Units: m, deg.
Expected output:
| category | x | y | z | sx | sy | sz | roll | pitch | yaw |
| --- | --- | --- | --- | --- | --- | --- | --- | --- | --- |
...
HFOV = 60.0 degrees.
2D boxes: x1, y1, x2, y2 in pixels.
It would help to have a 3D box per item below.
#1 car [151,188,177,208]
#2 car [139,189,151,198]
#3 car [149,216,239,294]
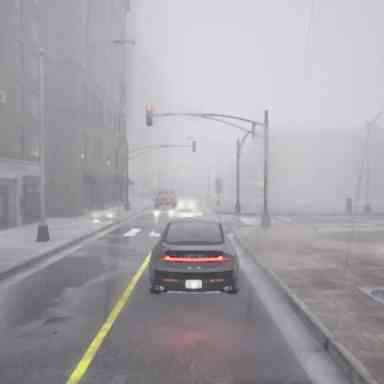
| category | x | y | z | sx | sy | sz | roll | pitch | yaw |
| --- | --- | --- | --- | --- | --- | --- | --- | --- | --- |
| car | -2.827 | 0.675 | 36.489 | 2.150 | 2.045 | 5.566 | 0 | 1 | 1 |
| car | -8.388 | 0.232 | 70.064 | 5.566 | 2.045 | 2.150 | 0 | 1 | 9 |
| car | 0.060 | 1.376 | 8.403 | 1.837 | 1.490 | 4.892 | 0 | 1 | 1 |
